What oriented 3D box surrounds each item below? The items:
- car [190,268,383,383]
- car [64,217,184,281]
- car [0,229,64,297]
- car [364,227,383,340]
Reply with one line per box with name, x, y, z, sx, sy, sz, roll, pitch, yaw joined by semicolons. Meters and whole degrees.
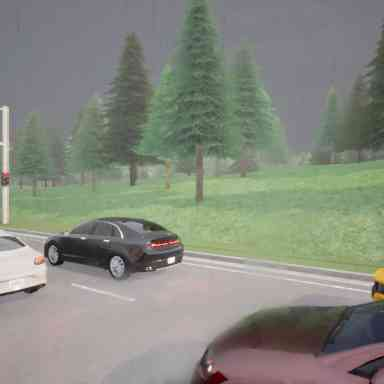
car;2.027;1.564;2.546;4.181;1.385;1.994;0;0;35
car;-2.492;1.505;9.958;4.892;1.490;1.837;0;0;36
car;-5.125;1.526;7.548;4.674;1.442;1.812;0;0;36
car;5.279;1.478;4.523;5.008;1.535;1.882;0;0;36
